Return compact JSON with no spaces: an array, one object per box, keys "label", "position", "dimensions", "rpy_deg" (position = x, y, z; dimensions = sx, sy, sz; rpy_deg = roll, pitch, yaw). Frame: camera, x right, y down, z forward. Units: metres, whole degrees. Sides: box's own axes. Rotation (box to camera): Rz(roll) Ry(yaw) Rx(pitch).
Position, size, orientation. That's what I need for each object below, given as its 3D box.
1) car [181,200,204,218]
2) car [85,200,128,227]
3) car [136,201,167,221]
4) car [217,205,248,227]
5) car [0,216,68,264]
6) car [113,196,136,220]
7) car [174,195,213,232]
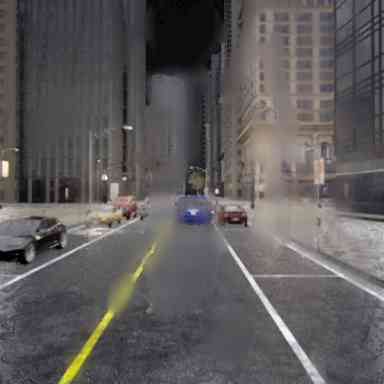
[{"label":"car","position":[0.049,1.540,31.653],"dimensions":[2.033,1.411,5.357],"rpy_deg":[0,0,0]},{"label":"car","position":[-5.842,1.511,22.490],"dimensions":[1.752,1.417,4.829],"rpy_deg":[0,0,0]},{"label":"car","position":[-3.057,1.495,27.242],"dimensions":[1.837,1.490,4.892],"rpy_deg":[0,-1,0]},{"label":"car","position":[2.682,1.530,22.654],"dimensions":[1.887,1.381,4.507],"rpy_deg":[0,0,0]},{"label":"car","position":[-5.847,1.552,11.742],"dimensions":[1.947,1.339,4.313],"rpy_deg":[1,0,0]},{"label":"car","position":[-5.838,1.304,28.120],"dimensions":[2.192,1.841,5.009],"rpy_deg":[0,0,0]},{"label":"car","position":[0.075,1.206,20.240],"dimensions":[2.150,2.045,5.566],"rpy_deg":[0,0,0]}]
